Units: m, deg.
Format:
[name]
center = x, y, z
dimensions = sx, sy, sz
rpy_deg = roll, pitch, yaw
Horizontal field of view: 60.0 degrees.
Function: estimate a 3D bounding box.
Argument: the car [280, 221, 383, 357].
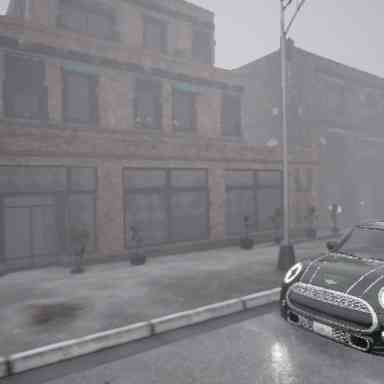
[car]
center = 3.684, 1.349, 6.010
dimensions = 4.553, 1.767, 2.097
rpy_deg = 0, 0, -35
